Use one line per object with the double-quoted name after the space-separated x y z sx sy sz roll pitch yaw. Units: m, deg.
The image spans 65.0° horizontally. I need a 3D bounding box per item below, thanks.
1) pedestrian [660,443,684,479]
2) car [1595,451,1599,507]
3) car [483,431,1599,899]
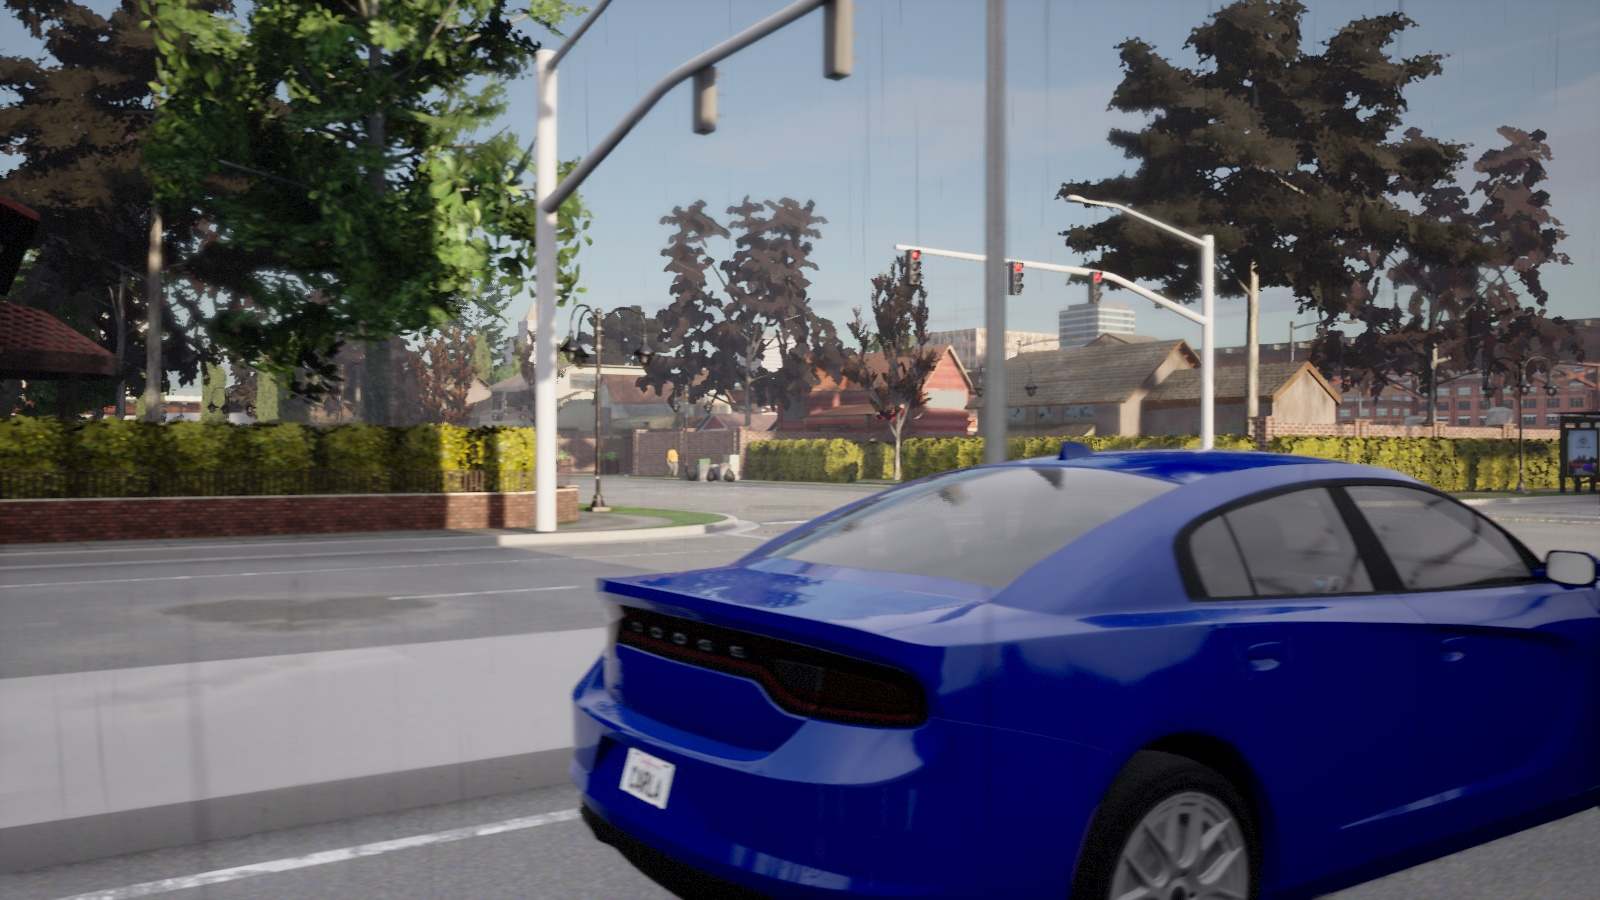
-6.688 0.585 65.765 0.900 1.855 0.874 0 0 45 "pedestrian"
24.076 0.778 34.453 4.792 1.488 2.163 0 0 -35 "car"
1.562 0.731 4.746 5.008 1.535 1.882 0 0 -35 "car"
